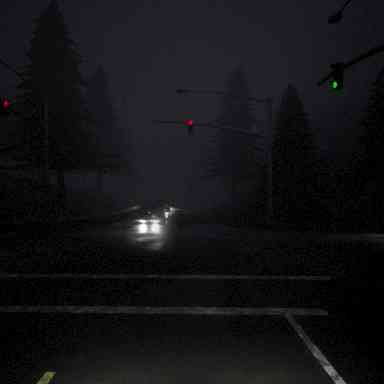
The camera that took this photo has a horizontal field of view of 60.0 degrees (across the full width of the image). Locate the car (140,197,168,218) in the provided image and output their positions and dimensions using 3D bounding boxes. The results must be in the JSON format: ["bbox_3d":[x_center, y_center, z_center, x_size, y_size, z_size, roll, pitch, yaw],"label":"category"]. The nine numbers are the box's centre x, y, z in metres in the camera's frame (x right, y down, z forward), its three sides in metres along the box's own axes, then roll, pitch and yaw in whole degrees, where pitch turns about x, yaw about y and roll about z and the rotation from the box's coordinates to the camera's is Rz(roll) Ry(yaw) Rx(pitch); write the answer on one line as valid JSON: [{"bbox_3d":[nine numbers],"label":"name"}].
[{"bbox_3d":[-3.653,1.491,30.775,2.128,1.511,4.902,0,0,0],"label":"car"}]

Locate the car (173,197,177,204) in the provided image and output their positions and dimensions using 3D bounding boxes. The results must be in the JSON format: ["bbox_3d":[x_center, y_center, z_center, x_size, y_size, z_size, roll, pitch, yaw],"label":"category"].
[{"bbox_3d":[-3.937,1.491,50.429,2.128,1.511,4.902,0,0,-7],"label":"car"}]

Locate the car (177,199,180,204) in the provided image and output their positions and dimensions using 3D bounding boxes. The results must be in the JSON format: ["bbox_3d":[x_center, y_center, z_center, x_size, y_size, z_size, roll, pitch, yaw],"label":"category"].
[{"bbox_3d":[-4.099,1.564,61.619,1.994,1.385,4.181,0,0,-39],"label":"car"}]

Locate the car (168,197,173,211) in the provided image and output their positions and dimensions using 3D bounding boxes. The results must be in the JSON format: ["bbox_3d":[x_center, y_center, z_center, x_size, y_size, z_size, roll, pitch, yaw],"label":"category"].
[{"bbox_3d":[-3.648,1.478,40.278,1.882,1.535,5.008,0,0,0],"label":"car"}]
